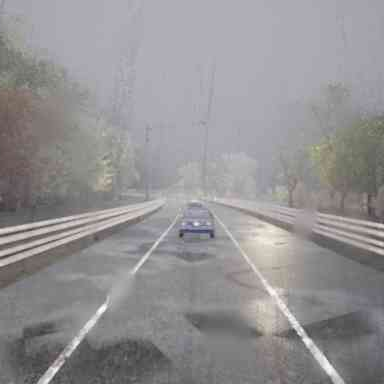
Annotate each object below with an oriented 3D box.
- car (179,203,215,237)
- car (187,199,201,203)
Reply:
[{"bbox_3d":[0.291,1.578,18.345,2.033,1.411,5.357,0,0,2],"label":"car"},{"bbox_3d":[0.218,1.650,46.093,1.895,1.301,4.718,0,0,-3],"label":"car"}]
